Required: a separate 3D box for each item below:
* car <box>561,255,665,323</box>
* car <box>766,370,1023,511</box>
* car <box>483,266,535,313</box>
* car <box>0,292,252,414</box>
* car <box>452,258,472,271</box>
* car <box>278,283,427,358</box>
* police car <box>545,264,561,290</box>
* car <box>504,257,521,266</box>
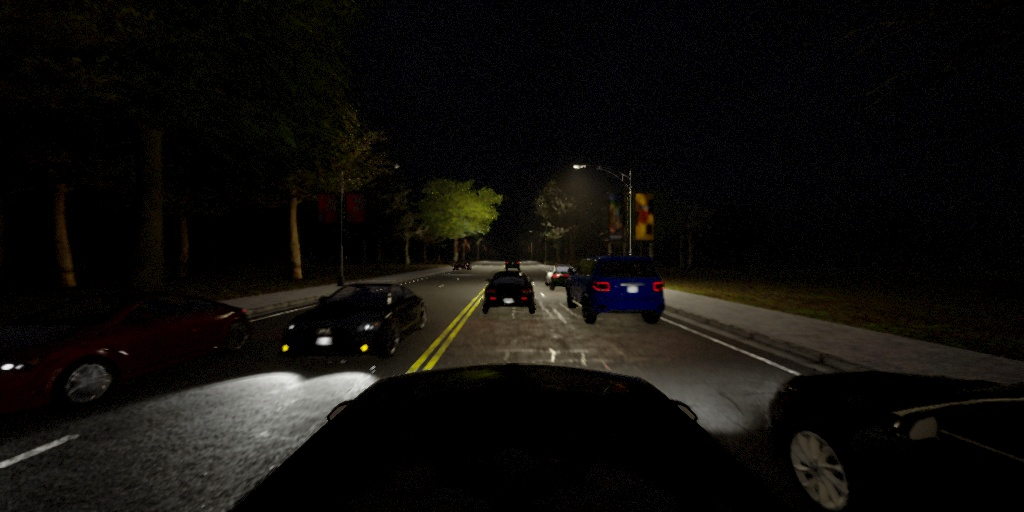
[{"bbox_3d":[3.245,1.004,12.333,2.150,2.045,5.566,0,0,0],"label":"car"},{"bbox_3d":[3.250,1.253,1.302,1.837,1.490,4.892,0,0,0],"label":"car"},{"bbox_3d":[-0.091,1.314,14.170,1.812,1.442,4.674,0,0,0],"label":"car"},{"bbox_3d":[-6.602,1.327,6.010,1.994,1.385,4.181,0,0,0],"label":"car"},{"bbox_3d":[-6.517,0.989,47.329,2.097,1.767,4.553,0,0,0],"label":"car"},{"bbox_3d":[-3.353,1.334,8.396,1.994,1.385,4.181,0,0,0],"label":"car"},{"bbox_3d":[3.242,1.326,23.303,2.038,1.542,4.974,0,0,0],"label":"police car"},{"bbox_3d":[0.072,1.159,53.181,2.150,2.045,5.566,0,0,0],"label":"car"}]
